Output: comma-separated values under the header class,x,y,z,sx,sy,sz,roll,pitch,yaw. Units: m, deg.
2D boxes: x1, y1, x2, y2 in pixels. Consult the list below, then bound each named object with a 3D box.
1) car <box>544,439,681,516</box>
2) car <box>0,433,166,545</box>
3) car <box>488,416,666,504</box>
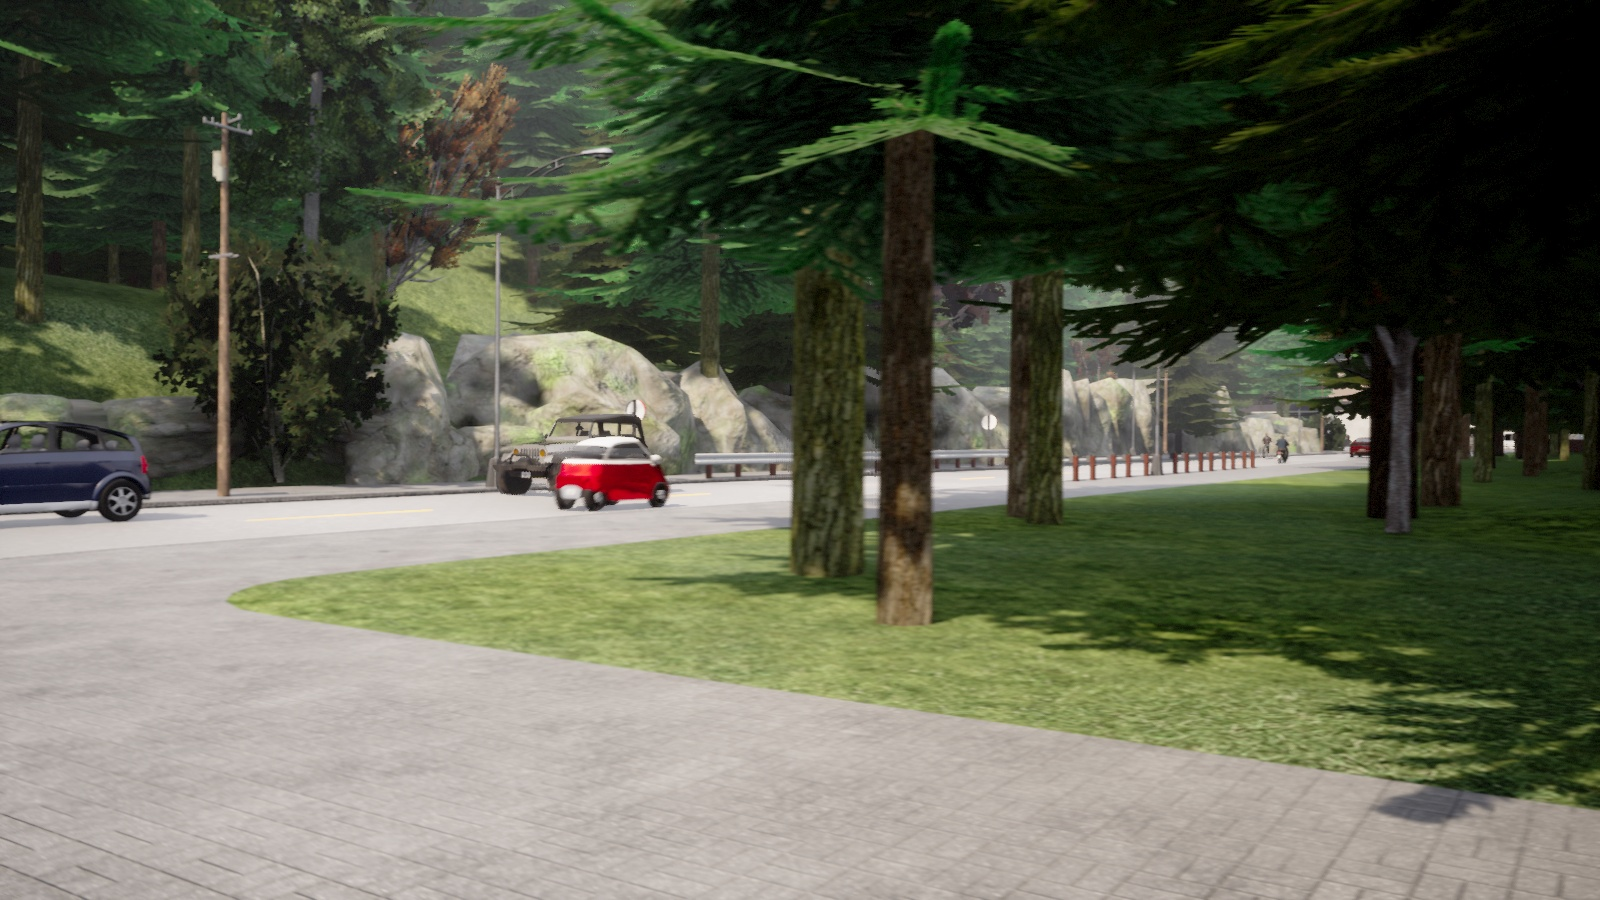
class,x,y,z,sx,sy,sz,roll,pitch,yaw
car,-3.559,0.490,24.028,1.481,1.376,2.207,0,1,33
car,-11.782,0.557,18.766,1.789,1.549,3.705,0,1,33
car,-5.079,0.177,29.027,1.905,1.878,3.866,0,1,33
